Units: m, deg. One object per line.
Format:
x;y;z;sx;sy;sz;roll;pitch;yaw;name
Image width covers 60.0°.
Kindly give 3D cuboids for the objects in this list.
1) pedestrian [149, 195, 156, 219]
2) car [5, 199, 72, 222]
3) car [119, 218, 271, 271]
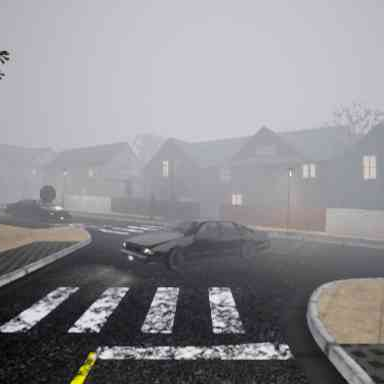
-3.016;1.124;24.927;0.375;1.860;0.375;-1;-5;32;pedestrian
-10.572;1.208;22.768;5.357;1.411;2.033;2;0;32;car
0.356;1.601;11.242;5.357;1.411;2.033;2;-1;-37;car
